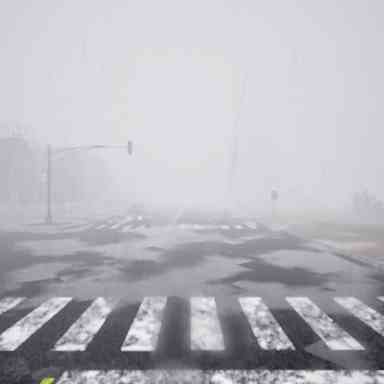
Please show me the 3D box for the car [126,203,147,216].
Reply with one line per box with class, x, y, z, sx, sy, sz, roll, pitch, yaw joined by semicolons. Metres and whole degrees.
car;-6.499;2.048;39.602;2.033;1.411;5.357;0;0;0
